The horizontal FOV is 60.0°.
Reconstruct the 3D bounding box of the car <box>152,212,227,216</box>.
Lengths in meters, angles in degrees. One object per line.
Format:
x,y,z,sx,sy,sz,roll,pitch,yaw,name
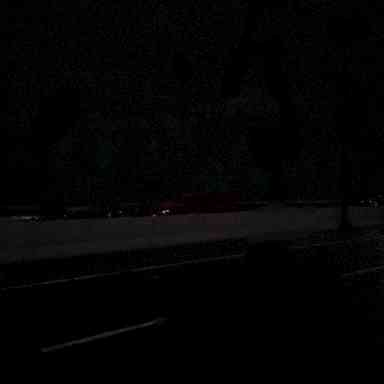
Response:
0.161,1.048,20.827,5.566,2.045,2.150,0,1,-32,car

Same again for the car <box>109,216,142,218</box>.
-3.247,1.284,22.780,4.902,1.511,2.128,0,1,-33,car
